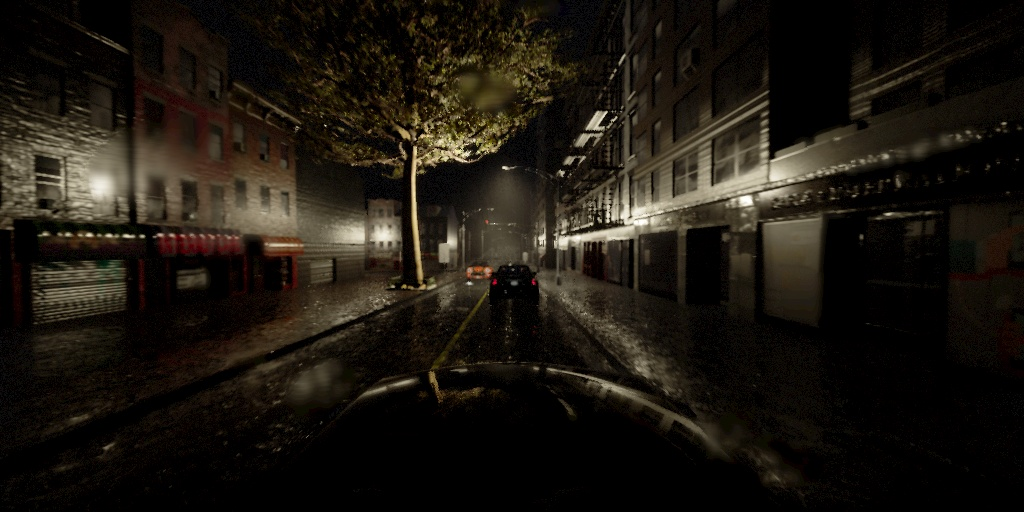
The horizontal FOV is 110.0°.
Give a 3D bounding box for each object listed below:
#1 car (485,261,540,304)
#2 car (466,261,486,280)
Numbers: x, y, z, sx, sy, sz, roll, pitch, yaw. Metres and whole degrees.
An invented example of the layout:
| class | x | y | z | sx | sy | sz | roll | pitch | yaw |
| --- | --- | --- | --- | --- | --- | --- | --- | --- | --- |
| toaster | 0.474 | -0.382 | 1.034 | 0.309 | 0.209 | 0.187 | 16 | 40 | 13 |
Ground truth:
| class | x | y | z | sx | sy | sz | roll | pitch | yaw |
| --- | --- | --- | --- | --- | --- | --- | --- | --- | --- |
| car | 0.090 | 1.126 | 16.574 | 2.097 | 1.767 | 4.553 | 0 | 0 | 0 |
| car | -2.823 | 1.216 | 32.207 | 2.097 | 1.767 | 4.553 | 0 | 0 | 0 |
